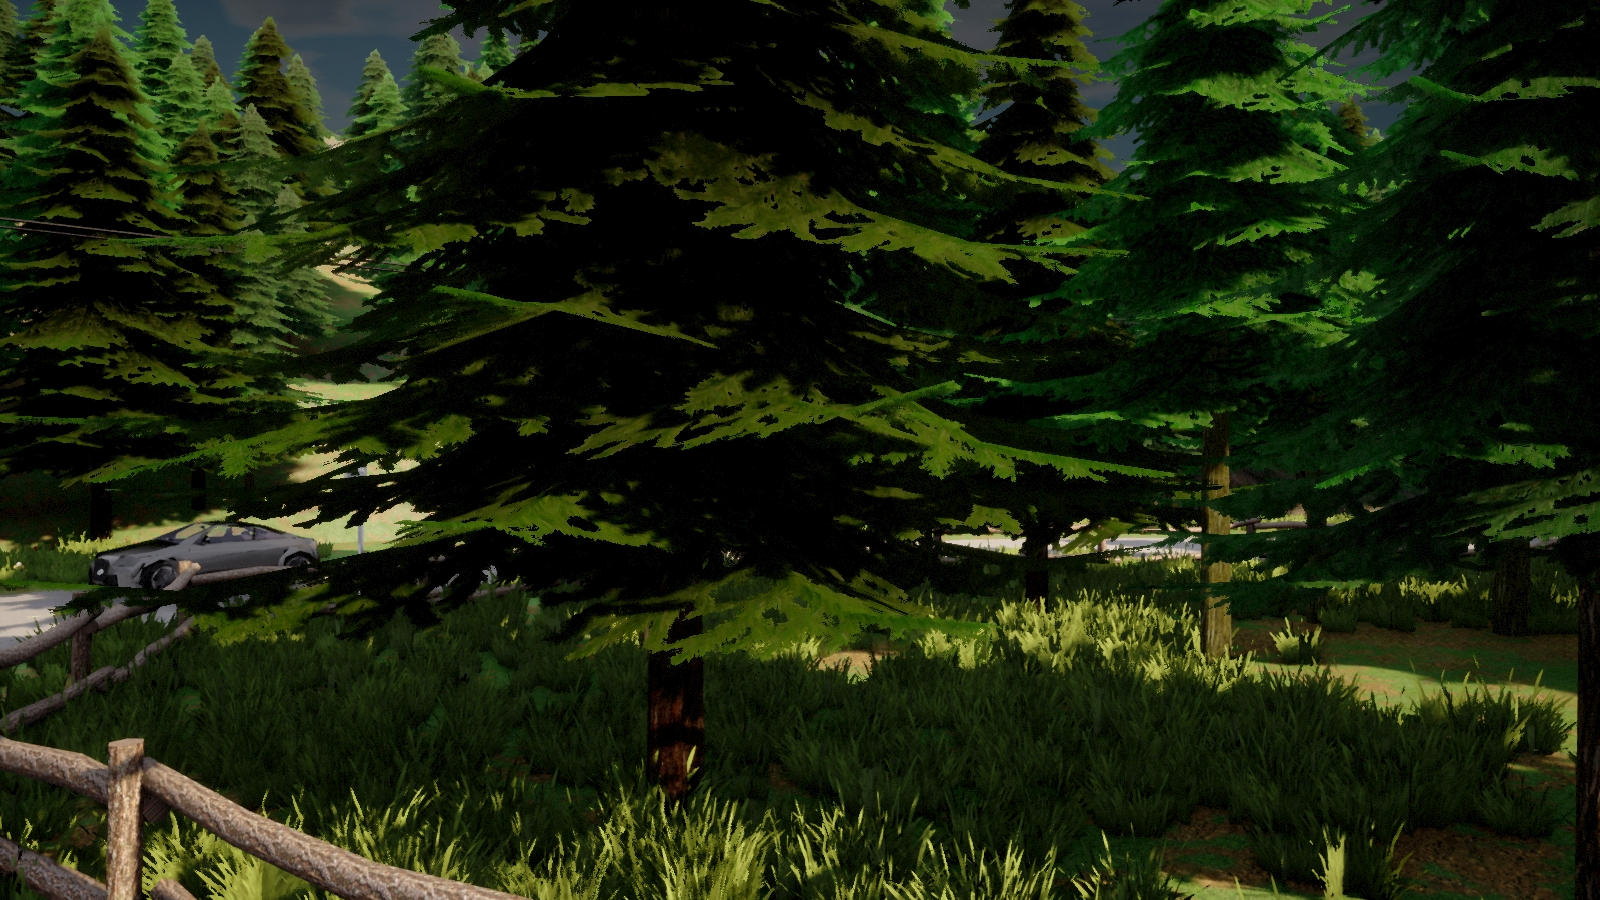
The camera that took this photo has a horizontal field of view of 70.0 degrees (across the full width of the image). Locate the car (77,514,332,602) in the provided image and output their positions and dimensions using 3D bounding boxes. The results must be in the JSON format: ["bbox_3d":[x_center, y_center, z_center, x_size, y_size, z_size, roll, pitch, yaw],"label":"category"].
[{"bbox_3d":[-12.055,2.119,23.321,1.994,1.385,4.181,0,0,41],"label":"car"}]
